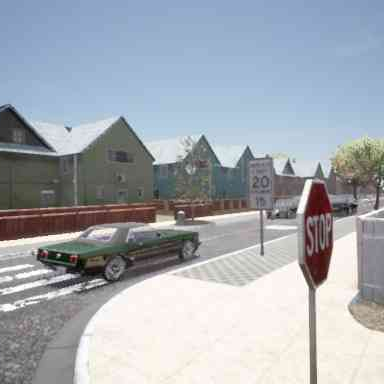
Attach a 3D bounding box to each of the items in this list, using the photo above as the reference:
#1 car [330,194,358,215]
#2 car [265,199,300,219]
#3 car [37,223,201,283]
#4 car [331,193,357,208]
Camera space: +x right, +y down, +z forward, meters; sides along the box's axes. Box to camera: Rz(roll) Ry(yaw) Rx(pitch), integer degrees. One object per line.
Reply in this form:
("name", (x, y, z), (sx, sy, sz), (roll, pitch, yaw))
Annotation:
("car", (13.638, 1.221, 30.174), (1.882, 1.535, 5.008), (-2, -1, 37))
("car", (7.624, 1.349, 27.061), (2.128, 1.511, 4.902), (-2, -1, 37))
("car", (-1.748, 1.541, 9.621), (1.895, 1.301, 4.718), (-2, -1, 37))
("car", (19.710, 1.118, 43.034), (2.097, 1.767, 4.553), (-2, -1, 37))
